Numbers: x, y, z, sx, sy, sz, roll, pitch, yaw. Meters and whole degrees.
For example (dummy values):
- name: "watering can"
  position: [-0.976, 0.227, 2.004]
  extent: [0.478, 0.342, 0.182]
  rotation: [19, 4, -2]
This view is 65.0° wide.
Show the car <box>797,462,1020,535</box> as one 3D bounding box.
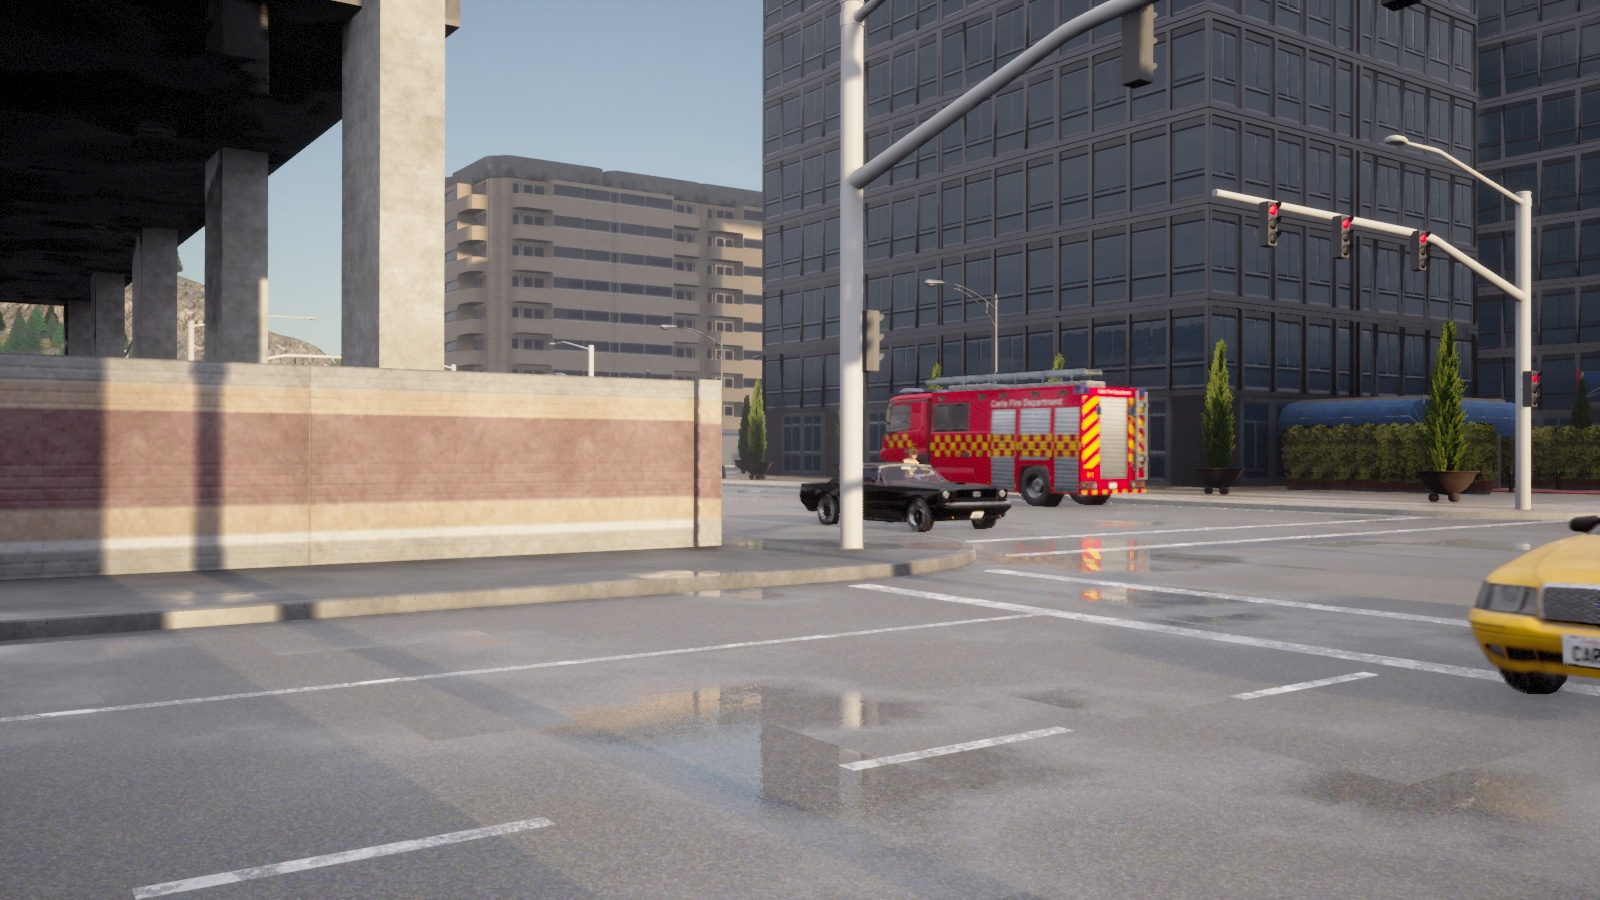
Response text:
- name: "car"
  position: [2.073, 0.903, 25.401]
  extent: [1.895, 1.301, 4.718]
  rotation: [0, 0, -35]

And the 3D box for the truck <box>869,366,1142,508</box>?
- name: "truck"
  position: [5.966, -0.339, 38.096]
  extent: [2.891, 3.827, 8.468]
  rotation: [0, 0, -37]

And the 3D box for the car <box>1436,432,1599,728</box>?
- name: "car"
  position: [6.444, 0.690, 8.228]
  extent: [5.366, 1.575, 1.801]
  rotation: [0, 0, -36]
